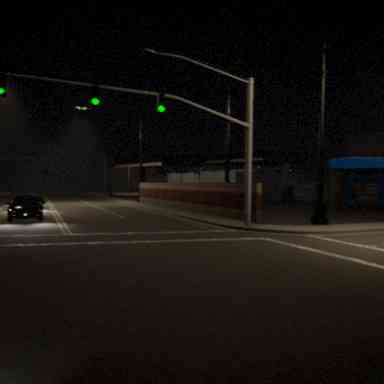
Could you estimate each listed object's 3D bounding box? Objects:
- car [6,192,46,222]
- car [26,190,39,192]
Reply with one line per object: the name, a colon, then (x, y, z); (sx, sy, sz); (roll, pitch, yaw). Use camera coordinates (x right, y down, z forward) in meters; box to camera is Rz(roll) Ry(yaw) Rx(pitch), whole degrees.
car: (-10.468, 0.970, 21.098); (1.837, 1.490, 4.892); (0, 1, -25)
car: (-14.667, 0.790, 30.143); (1.994, 1.385, 4.181); (0, 1, -25)
